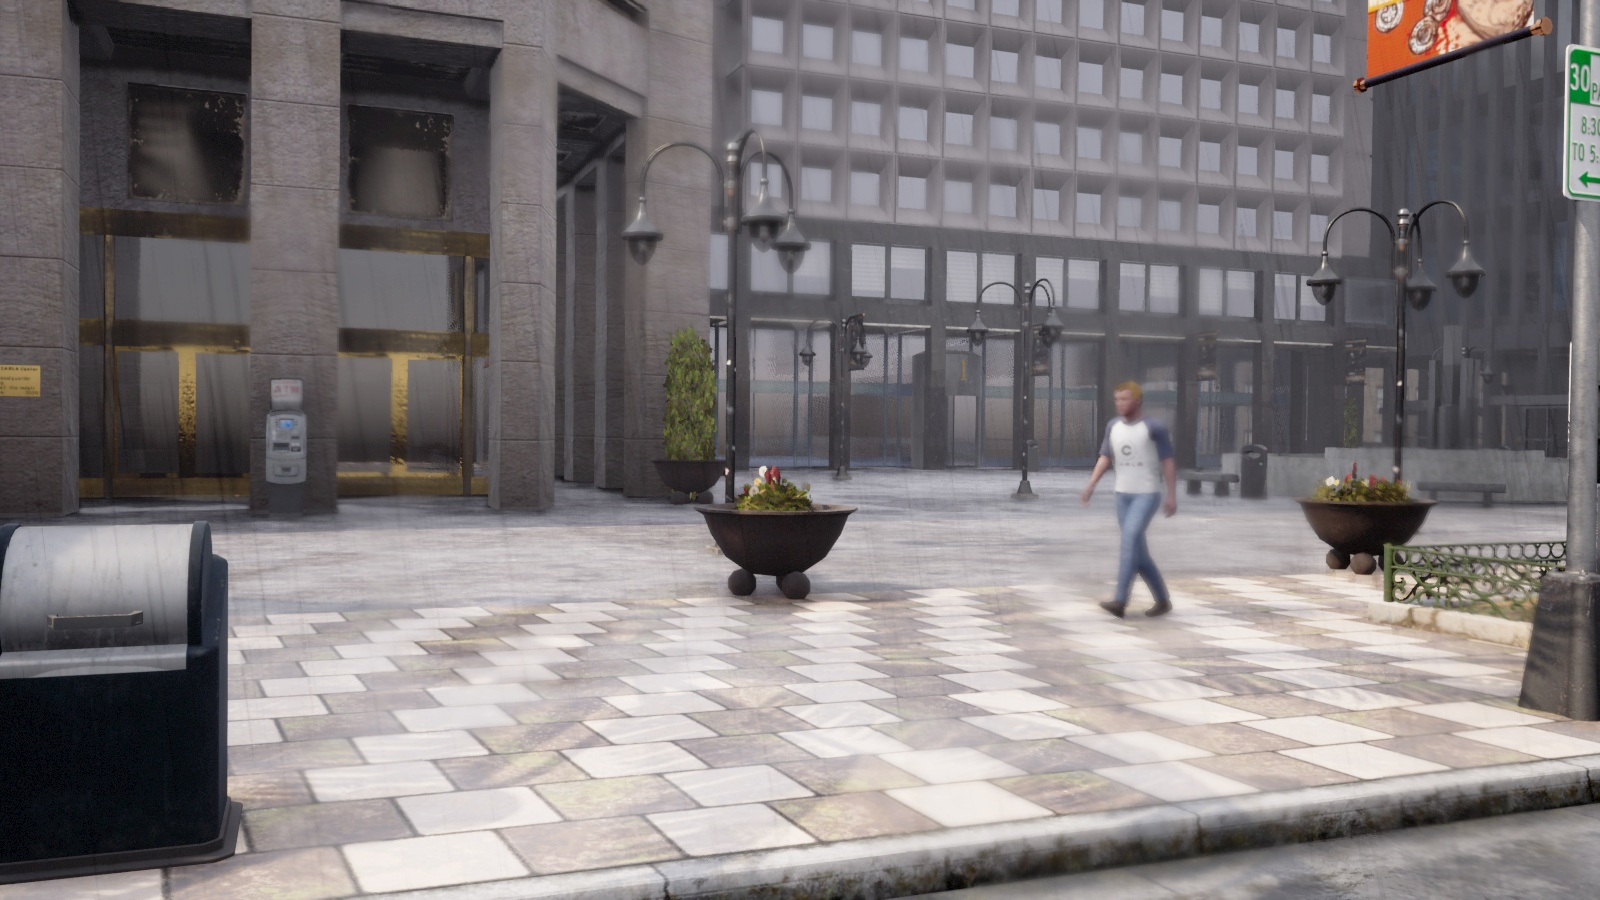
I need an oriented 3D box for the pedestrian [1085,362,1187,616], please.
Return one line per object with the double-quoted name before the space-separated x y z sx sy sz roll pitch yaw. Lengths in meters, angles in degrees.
"pedestrian" 2.522 0.275 9.408 0.706 1.836 0.354 -1 1 -35
